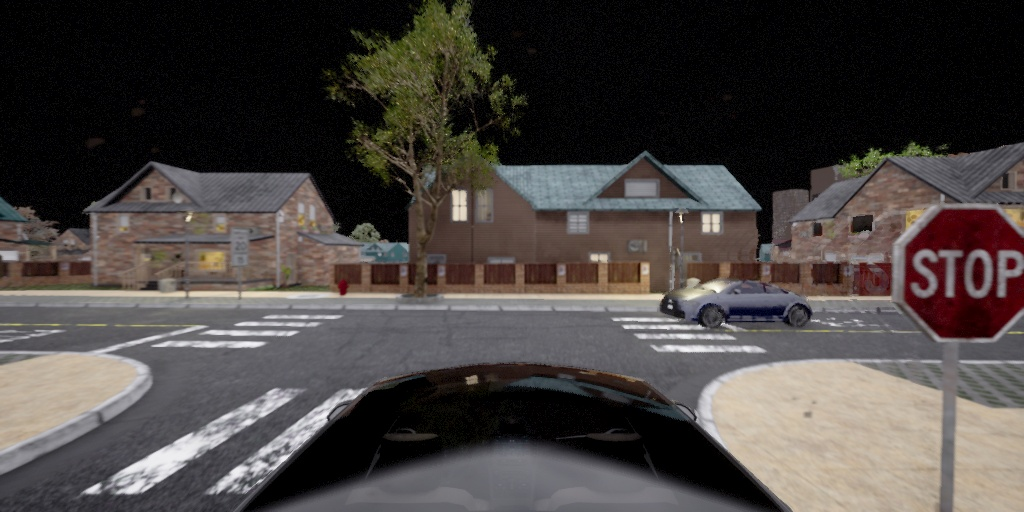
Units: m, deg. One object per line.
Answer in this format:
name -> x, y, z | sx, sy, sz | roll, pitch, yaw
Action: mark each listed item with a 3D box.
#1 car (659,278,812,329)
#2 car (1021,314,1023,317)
car -> 6.961, 1.416, 11.392 | 4.181, 1.385, 1.994 | 0, 1, -3
car -> 18.675, 1.420, 11.450 | 4.674, 1.442, 1.812 | 0, 1, 1
